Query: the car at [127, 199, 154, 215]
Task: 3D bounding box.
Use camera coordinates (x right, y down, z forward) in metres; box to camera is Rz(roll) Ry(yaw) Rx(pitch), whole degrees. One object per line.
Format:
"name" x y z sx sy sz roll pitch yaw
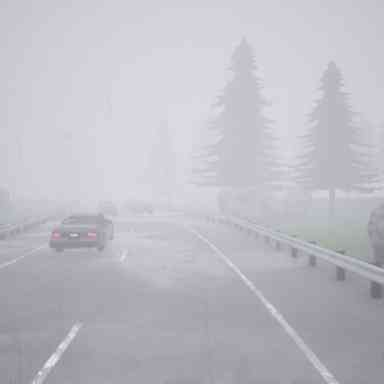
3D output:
"car" -5.147 1.649 33.998 1.895 1.301 4.718 0 0 -16

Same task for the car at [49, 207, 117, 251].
"car" -4.463 1.568 14.163 2.033 1.411 5.357 0 0 -7

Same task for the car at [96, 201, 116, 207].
"car" -8.508 1.595 33.169 2.033 1.411 5.357 0 0 -17

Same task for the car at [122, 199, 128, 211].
"car" -7.859 1.587 42.753 1.812 1.442 4.674 0 0 -19
